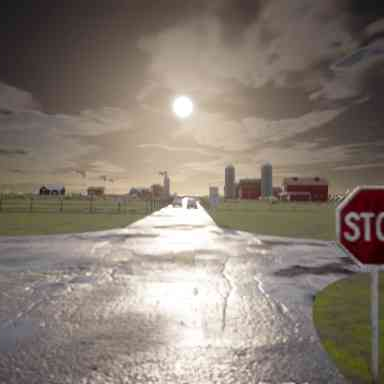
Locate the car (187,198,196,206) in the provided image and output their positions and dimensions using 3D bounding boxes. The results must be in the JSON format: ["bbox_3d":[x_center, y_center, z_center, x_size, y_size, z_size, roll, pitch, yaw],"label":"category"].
[{"bbox_3d":[-0.039,2.010,69.681,1.882,1.535,5.008,0,-1,0],"label":"car"}]

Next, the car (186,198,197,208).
[{"bbox_3d":[-0.032,2.100,59.258,2.033,1.411,5.357,0,-1,0],"label":"car"}]

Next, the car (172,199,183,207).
[{"bbox_3d":[-2.787,2.108,64.675,1.837,1.490,4.892,0,-1,0],"label":"car"}]
